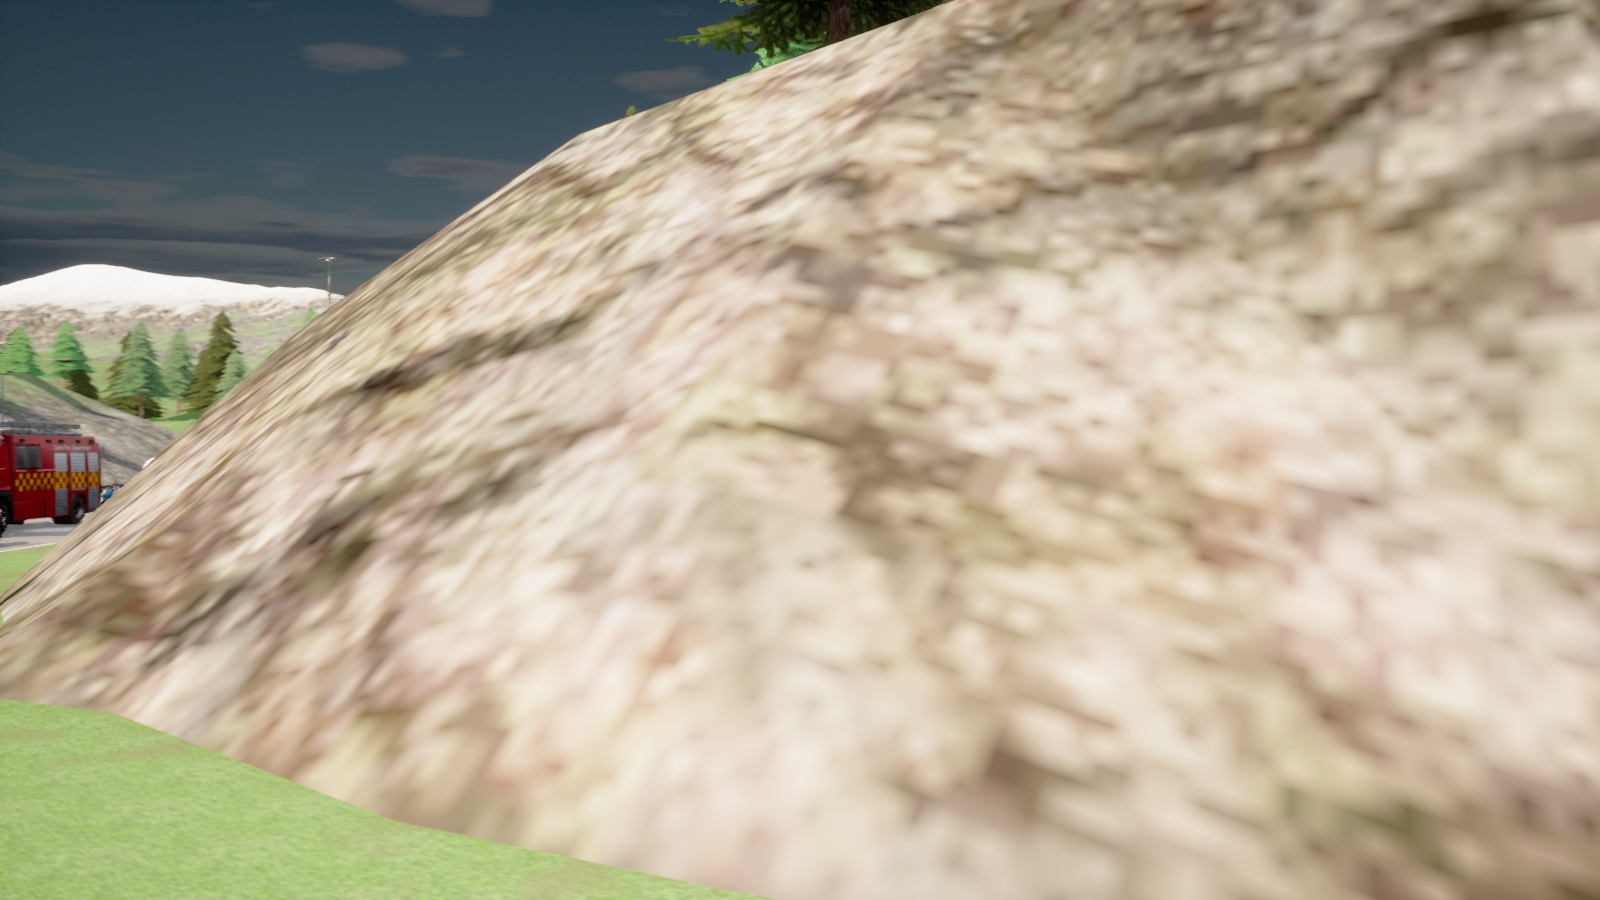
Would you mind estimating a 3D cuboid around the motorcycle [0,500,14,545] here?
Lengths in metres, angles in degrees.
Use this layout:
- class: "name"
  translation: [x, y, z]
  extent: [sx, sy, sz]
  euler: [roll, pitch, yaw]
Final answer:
- class: "motorcycle"
  translation: [-24.209, 2.183, 33.609]
  extent: [0.764, 1.307, 2.356]
  euler: [0, 0, -6]

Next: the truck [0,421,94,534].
- class: "truck"
  translation: [-28.742, 0.924, 40.584]
  extent: [2.891, 3.827, 8.468]
  euler: [0, 0, -6]
